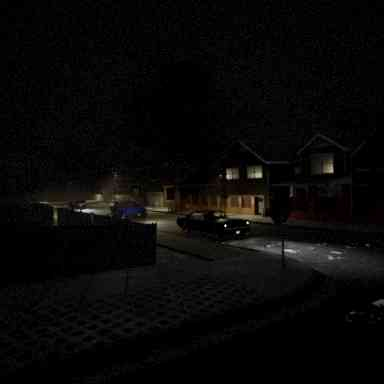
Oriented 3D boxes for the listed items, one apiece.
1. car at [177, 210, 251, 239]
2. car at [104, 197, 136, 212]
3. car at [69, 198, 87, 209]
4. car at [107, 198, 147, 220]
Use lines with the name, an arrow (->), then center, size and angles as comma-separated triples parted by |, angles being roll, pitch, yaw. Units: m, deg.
car -> 1.079, 1.682, 18.330 | 1.895, 1.301, 4.718 | -3, 2, -33
car -> -8.608, 1.437, 39.368 | 2.128, 1.511, 4.902 | -3, 1, -31
car -> -15.954, 1.571, 46.358 | 2.128, 1.511, 4.902 | -3, 1, -29
car -> -5.514, 1.548, 28.586 | 1.882, 1.535, 5.008 | -3, 1, -32
